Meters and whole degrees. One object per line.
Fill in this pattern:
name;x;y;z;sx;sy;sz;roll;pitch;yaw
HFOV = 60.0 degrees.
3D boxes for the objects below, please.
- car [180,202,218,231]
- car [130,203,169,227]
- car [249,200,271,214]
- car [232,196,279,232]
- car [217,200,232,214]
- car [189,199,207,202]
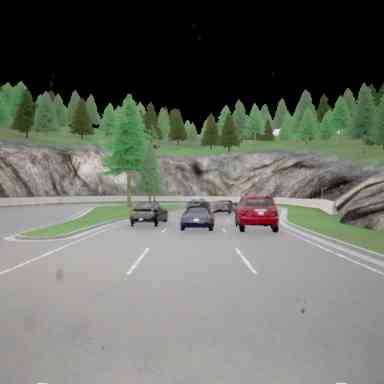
car;0.416;1.564;20.950;1.994;1.385;4.181;0;0;5
car;-2.868;1.492;23.073;2.128;1.511;4.902;0;0;7
car;7.493;1.601;36.207;1.895;1.301;4.718;0;0;17
car;3.844;1.222;20.328;2.150;2.045;5.566;0;0;4
car;3.515;1.547;35.126;2.033;1.411;5.357;0;0;17
car;0.833;1.491;38.390;2.128;1.511;4.902;0;0;17
